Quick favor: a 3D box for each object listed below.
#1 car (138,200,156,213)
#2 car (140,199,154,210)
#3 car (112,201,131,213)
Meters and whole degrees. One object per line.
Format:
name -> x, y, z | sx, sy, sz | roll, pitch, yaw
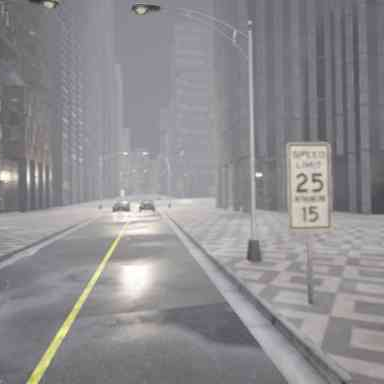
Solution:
car -> -5.416, 1.673, 40.166 | 1.812, 1.442, 4.674 | -1, 0, -7
car -> -6.455, 1.777, 47.431 | 1.895, 1.301, 4.718 | -1, 0, -8
car -> -8.557, 1.754, 40.751 | 1.994, 1.385, 4.181 | -1, 0, -8
